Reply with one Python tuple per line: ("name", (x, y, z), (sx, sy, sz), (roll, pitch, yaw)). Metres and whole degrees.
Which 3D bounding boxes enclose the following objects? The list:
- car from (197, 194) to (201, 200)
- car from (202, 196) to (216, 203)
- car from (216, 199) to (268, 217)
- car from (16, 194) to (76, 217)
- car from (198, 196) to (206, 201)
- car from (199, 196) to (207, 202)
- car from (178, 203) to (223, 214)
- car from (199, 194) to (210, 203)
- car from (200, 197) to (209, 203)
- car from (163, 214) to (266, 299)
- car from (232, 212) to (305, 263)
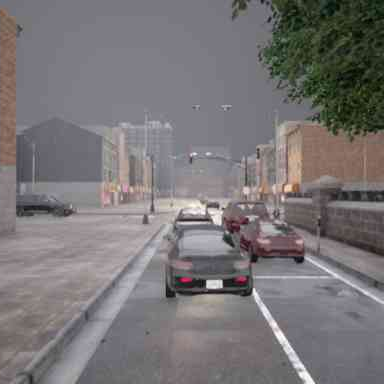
("car", (2.669, 1.395, 65.261), (2.192, 1.841, 5.009), (1, 0, 0))
("car", (2.660, 1.574, 43.511), (1.887, 1.381, 4.507), (1, 0, 0))
("car", (2.654, 1.314, 17.081), (2.192, 1.841, 5.009), (1, 0, 0))
("car", (-12.922, 1.188, 28.654), (5.566, 2.045, 2.150), (1, -1, 0))
("car", (2.674, 1.703, 87.010), (2.008, 1.369, 4.403), (0, 0, 0))
("car", (2.672, 1.714, 81.573), (1.802, 1.307, 4.206), (0, 0, 0))
("car", (0.083, 1.490, 15.972), (2.128, 1.511, 4.902), (0, 0, 0))
("car", (2.665, 1.610, 59.823), (1.887, 1.381, 4.507), (1, 0, 0))
("car", (2.668, 1.678, 70.698), (1.802, 1.307, 4.206), (0, 0, 0))
("car", (0.253, 1.523, 8.388), (1.812, 1.442, 4.674), (0, 0, -4))
("car", (2.649, 1.580, 11.632), (1.802, 1.307, 4.206), (1, 0, 0))
